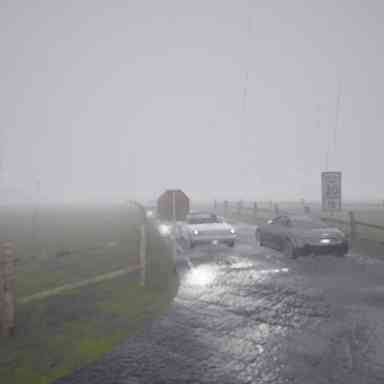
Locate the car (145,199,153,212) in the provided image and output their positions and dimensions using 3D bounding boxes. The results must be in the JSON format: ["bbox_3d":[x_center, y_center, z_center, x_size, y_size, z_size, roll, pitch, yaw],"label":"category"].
[{"bbox_3d":[-4.844,1.642,41.815,2.033,1.411,5.357,-1,0,-14],"label":"car"}]

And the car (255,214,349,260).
[{"bbox_3d":[3.886,1.530,12.473,1.994,1.385,4.181,-1,0,-9],"label":"car"}]

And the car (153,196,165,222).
[{"bbox_3d":[-1.745,1.271,27.792,2.150,2.045,5.566,-1,0,-11],"label":"car"}]

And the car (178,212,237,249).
[{"bbox_3d":[0.537,1.618,14.893,1.895,1.301,4.718,-1,0,-9],"label":"car"}]
